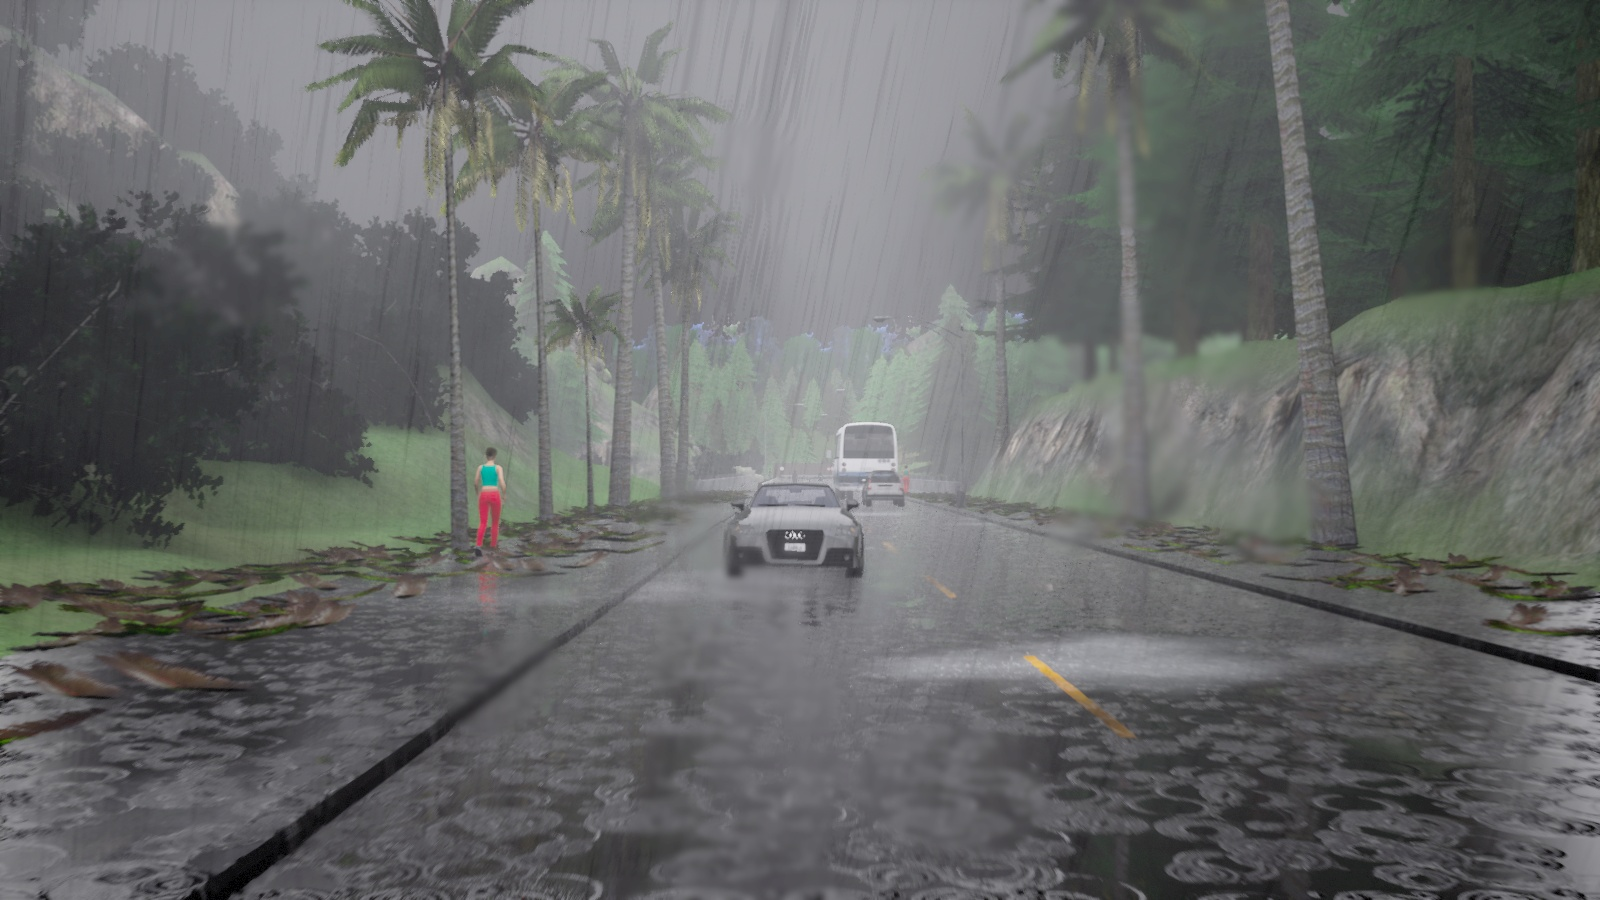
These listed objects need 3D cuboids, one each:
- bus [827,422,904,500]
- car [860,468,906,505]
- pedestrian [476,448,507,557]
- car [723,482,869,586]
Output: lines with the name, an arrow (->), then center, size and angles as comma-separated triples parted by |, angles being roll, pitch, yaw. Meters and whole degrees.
bus -> 3.712, 0.661, 73.959 | 3.944, 4.253, 10.273 | 0, -1, 0
car -> 3.784, 1.665, 57.738 | 1.851, 1.617, 3.988 | 0, -1, 0
pedestrian -> -5.264, 0.882, 21.443 | 0.345, 1.836, 0.594 | 0, -1, 4
car -> -0.060, 1.202, 19.310 | 1.994, 1.385, 4.181 | 0, -1, 0
